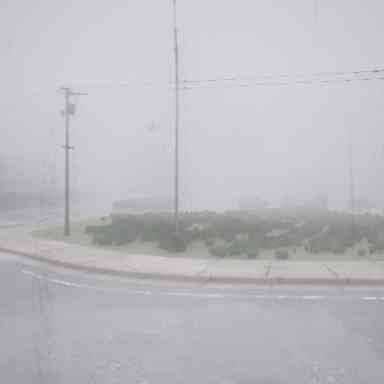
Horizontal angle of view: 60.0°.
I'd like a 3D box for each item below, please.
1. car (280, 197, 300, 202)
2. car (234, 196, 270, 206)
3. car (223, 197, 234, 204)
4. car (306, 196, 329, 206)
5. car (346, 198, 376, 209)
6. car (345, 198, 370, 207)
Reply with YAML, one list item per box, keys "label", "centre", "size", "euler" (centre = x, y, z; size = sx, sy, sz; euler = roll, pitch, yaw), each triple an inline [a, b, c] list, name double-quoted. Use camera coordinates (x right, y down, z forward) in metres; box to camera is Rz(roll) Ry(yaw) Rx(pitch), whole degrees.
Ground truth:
- label: "car"
  centre: [21.302, 1.835, 72.114]
  size: [4.193, 1.474, 1.816]
  euler: [0, 0, -1]
- label: "car"
  centre: [8.971, 1.516, 48.256]
  size: [4.605, 1.855, 1.932]
  euler: [0, 0, -1]
- label: "car"
  centre: [8.456, 1.808, 70.729]
  size: [3.905, 1.438, 1.784]
  euler: [0, 0, -1]
- label: "car"
  centre: [22.072, 1.595, 58.642]
  size: [3.866, 1.878, 1.905]
  euler: [0, 0, -1]
- label: "car"
  centre: [26.274, 1.816, 51.627]
  size: [2.033, 1.411, 5.357]
  euler: [0, 0, -1]
- label: "car"
  centre: [29.626, 1.791, 59.790]
  size: [1.882, 1.535, 5.008]
  euler: [0, 0, -1]
